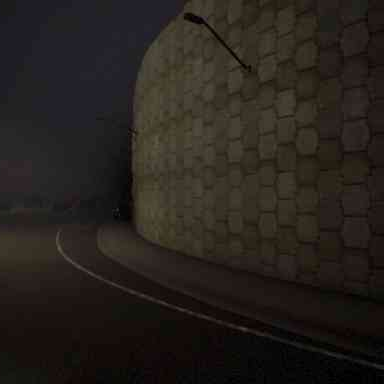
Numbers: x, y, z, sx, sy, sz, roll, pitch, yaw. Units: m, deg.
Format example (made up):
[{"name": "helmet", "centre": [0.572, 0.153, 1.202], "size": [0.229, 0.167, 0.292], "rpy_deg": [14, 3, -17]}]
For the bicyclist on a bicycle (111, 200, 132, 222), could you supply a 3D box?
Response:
[{"name": "bicyclist on a bicycle", "centre": [-5.366, 1.482, 25.043], "size": [1.656, 1.620, 0.582], "rpy_deg": [-1, -2, 19]}]

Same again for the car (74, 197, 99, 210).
[{"name": "car", "centre": [-15.738, 1.917, 49.873], "size": [2.033, 1.411, 5.357], "rpy_deg": [0, 0, -10]}]

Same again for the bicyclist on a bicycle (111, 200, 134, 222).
[{"name": "bicyclist on a bicycle", "centre": [-5.325, 1.473, 25.651], "size": [1.656, 1.620, 0.582], "rpy_deg": [1, -2, -40]}]

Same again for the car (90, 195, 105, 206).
[{"name": "car", "centre": [-18.429, 1.686, 63.762], "size": [2.150, 2.045, 5.566], "rpy_deg": [0, 0, -11]}]

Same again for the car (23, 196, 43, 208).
[{"name": "car", "centre": [-28.309, 1.701, 59.407], "size": [2.150, 2.045, 5.566], "rpy_deg": [0, 0, -10]}]

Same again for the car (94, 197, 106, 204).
[{"name": "car", "centre": [-20.330, 1.892, 73.947], "size": [2.128, 1.511, 4.902], "rpy_deg": [0, 0, -11]}]

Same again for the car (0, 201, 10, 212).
[{"name": "car", "centre": [-25.368, 1.862, 43.292], "size": [2.128, 1.511, 4.902], "rpy_deg": [0, 0, -10]}]

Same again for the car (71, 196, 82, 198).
[{"name": "car", "centre": [-21.869, 1.696, 63.119], "size": [2.150, 2.045, 5.566], "rpy_deg": [0, 0, -11]}]

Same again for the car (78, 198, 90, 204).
[{"name": "car", "centre": [-23.775, 1.973, 73.334], "size": [1.895, 1.301, 4.718], "rpy_deg": [0, 0, -11]}]

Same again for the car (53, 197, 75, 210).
[{"name": "car", "centre": [-19.125, 1.925, 48.991], "size": [2.033, 1.411, 5.357], "rpy_deg": [0, 0, -11]}]
